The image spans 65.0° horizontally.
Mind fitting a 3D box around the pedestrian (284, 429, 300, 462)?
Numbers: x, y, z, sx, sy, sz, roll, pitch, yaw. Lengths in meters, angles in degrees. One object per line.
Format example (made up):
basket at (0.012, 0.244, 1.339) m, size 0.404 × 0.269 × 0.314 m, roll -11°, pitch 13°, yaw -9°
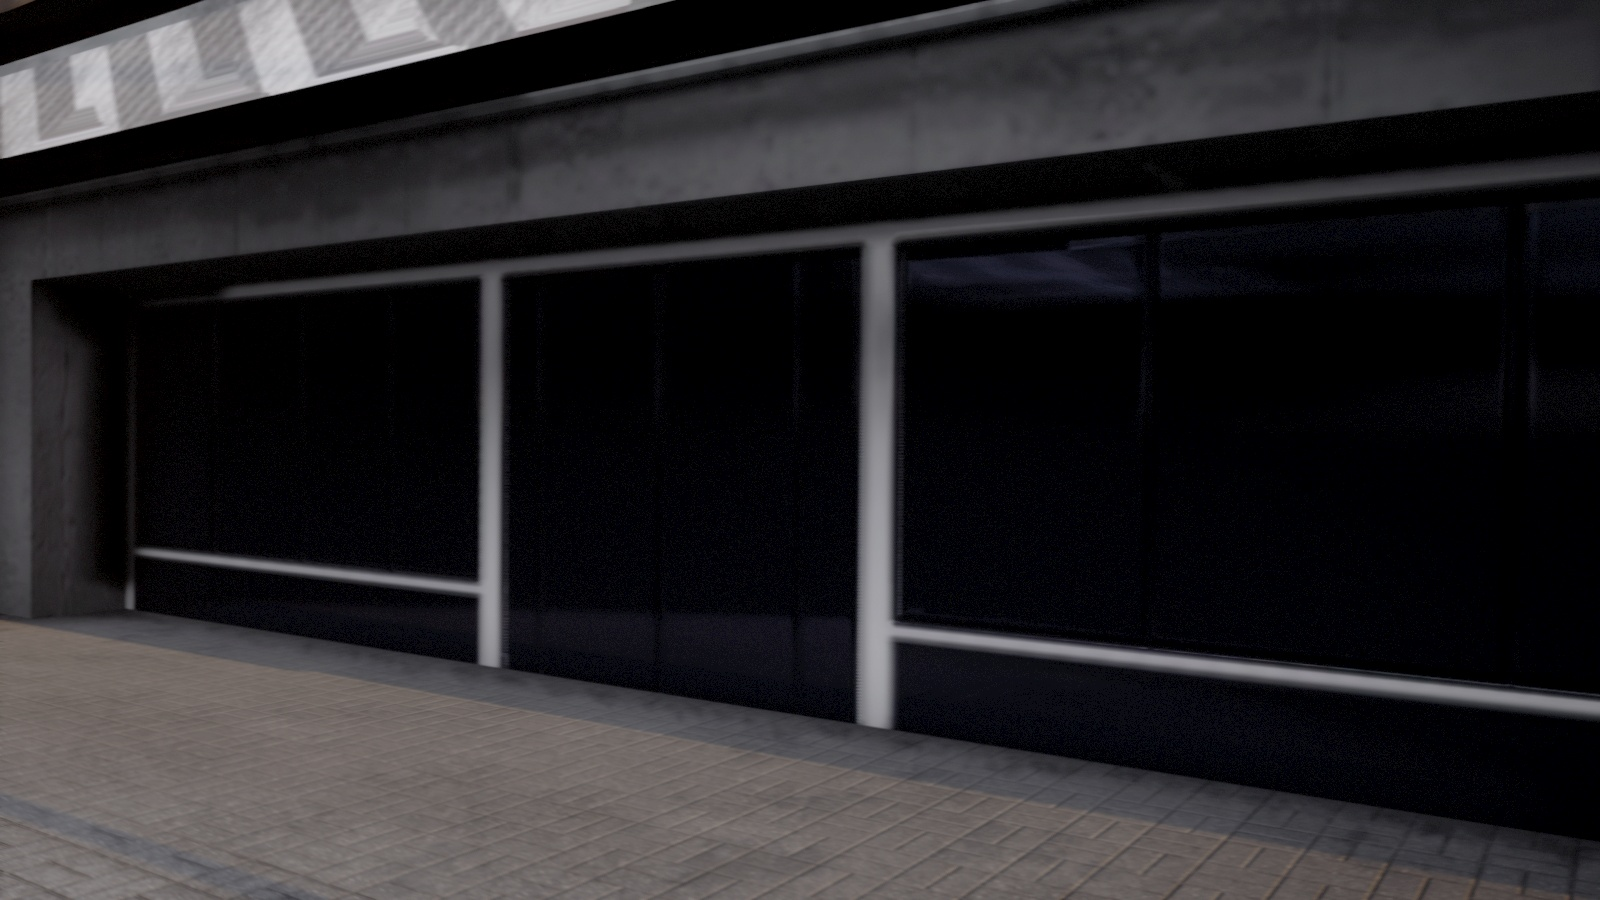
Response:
pedestrian at (-28.717, -0.275, 71.022) m, size 0.376 × 1.854 × 0.720 m, roll 0°, pitch 1°, yaw 41°
